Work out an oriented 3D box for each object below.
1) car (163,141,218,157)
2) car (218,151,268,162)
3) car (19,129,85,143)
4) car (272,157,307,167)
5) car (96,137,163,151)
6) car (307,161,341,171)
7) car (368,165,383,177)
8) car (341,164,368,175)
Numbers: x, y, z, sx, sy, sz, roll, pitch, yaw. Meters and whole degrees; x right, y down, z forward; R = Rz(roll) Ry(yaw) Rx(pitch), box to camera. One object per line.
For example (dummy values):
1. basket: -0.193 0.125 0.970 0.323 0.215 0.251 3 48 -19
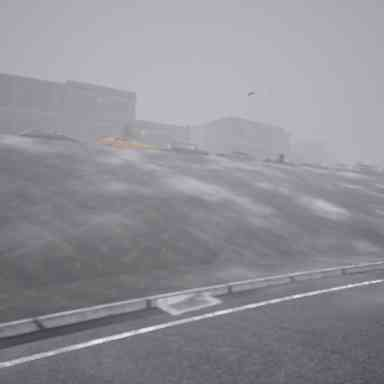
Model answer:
1. car: -0.441 -3.558 29.734 4.553 1.767 2.185 3 -2 -27
2. car: 4.602 -3.149 32.425 4.792 1.488 2.163 3 -2 -28
3. car: -10.378 -3.882 24.859 4.674 1.452 2.002 3 -2 -24
4. car: 9.416 -2.893 35.113 4.674 1.452 2.002 3 -2 -29
5. car: -5.374 -3.677 27.248 5.008 1.535 2.097 3 -2 -25
6. car: 14.088 -2.689 37.857 4.892 1.521 2.231 3 -2 -30
7. car: 23.599 -2.375 43.853 5.566 2.045 2.435 4 -2 -33
8. car: 18.882 -2.543 40.819 4.553 1.767 2.185 3 -2 -32
